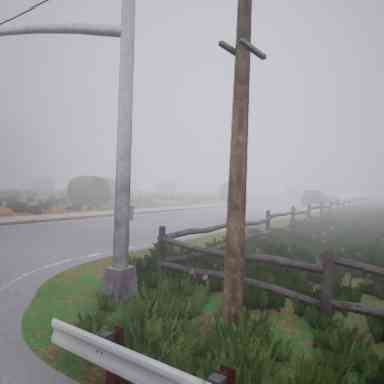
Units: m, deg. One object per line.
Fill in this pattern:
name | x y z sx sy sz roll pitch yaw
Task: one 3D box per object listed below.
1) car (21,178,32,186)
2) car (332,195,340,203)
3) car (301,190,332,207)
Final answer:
car | -39.127 -2.256 79.211 1.905 1.878 3.866 8 2 -13
car | 21.212 1.143 50.694 1.994 1.385 4.181 3 2 33
car | 15.459 0.821 41.798 2.150 2.045 5.566 3 2 34
